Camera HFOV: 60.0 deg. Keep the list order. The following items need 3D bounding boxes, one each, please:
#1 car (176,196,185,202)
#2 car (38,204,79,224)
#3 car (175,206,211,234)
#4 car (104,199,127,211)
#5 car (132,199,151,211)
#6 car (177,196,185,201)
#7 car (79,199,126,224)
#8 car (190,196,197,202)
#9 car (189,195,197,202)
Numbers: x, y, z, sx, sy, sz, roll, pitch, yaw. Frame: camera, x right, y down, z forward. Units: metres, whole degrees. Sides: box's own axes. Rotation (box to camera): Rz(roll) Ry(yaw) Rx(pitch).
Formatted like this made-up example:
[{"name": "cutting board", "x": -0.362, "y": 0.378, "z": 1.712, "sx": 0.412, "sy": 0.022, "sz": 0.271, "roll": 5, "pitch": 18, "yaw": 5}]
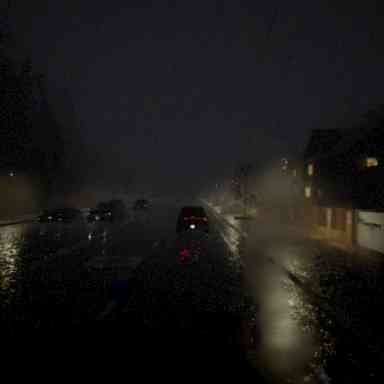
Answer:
[{"name": "car", "x": -2.997, "y": 1.737, "z": 81.355, "sx": 2.128, "sy": 1.511, "sz": 4.902, "roll": 0, "pitch": 0, "yaw": 0}, {"name": "car", "x": -9.727, "y": 1.582, "z": 24.793, "sx": 1.994, "sy": 1.385, "sz": 4.181, "roll": 0, "pitch": 0, "yaw": 1}, {"name": "car", "x": 0.054, "y": 1.585, "z": 20.012, "sx": 1.837, "sy": 1.490, "sz": 4.892, "roll": 0, "pitch": 0, "yaw": 0}, {"name": "car", "x": -9.626, "y": 1.621, "z": 42.312, "sx": 1.812, "sy": 1.442, "sz": 4.674, "roll": 0, "pitch": 0, "yaw": 0}, {"name": "car", "x": -6.375, "y": 1.640, "z": 42.332, "sx": 1.837, "sy": 1.490, "sz": 4.892, "roll": 0, "pitch": -1, "yaw": 0}, {"name": "car", "x": -2.967, "y": 1.755, "z": 91.486, "sx": 1.837, "sy": 1.490, "sz": 4.892, "roll": 0, "pitch": 0, "yaw": 0}, {"name": "car", "x": -6.469, "y": 1.537, "z": 25.279, "sx": 2.128, "sy": 1.511, "sz": 4.902, "roll": 0, "pitch": 0, "yaw": 1}, {"name": "car", "x": 0.279, "y": 1.797, "z": 90.646, "sx": 1.837, "sy": 1.490, "sz": 4.892, "roll": 0, "pitch": 0, "yaw": 0}, {"name": "car", "x": 0.251, "y": 1.557, "z": 80.442, "sx": 2.097, "sy": 1.767, "sz": 4.553, "roll": 0, "pitch": 0, "yaw": 0}]
